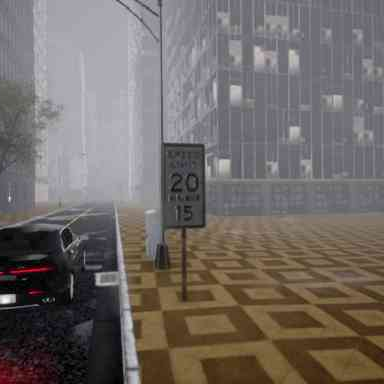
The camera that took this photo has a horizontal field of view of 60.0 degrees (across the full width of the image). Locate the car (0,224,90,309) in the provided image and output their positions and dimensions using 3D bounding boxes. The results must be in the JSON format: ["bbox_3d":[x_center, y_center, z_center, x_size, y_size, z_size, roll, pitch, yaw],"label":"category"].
[{"bbox_3d":[-3.608,1.508,7.811,1.837,1.490,4.892,-1,0,-13],"label":"car"}]
